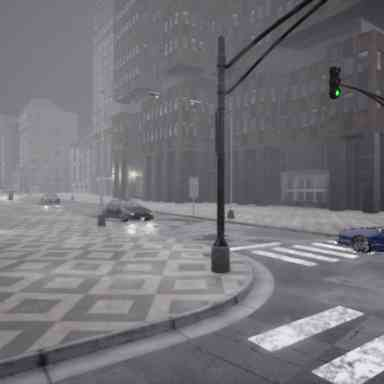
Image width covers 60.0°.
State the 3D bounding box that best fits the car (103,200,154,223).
[{"bbox_3d":[-4.560,1.241,22.735,2.033,1.411,5.357,0,1,-35],"label":"car"}]

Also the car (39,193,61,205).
[{"bbox_3d":[-17.963,0.865,41.987,1.837,1.490,4.892,0,0,-34],"label":"car"}]

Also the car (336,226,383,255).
[{"bbox_3d":[7.578,1.520,10.786,2.033,1.411,5.357,0,0,-35],"label":"car"}]
